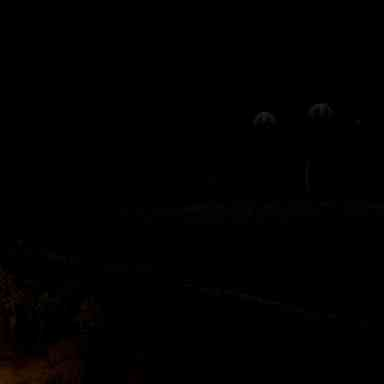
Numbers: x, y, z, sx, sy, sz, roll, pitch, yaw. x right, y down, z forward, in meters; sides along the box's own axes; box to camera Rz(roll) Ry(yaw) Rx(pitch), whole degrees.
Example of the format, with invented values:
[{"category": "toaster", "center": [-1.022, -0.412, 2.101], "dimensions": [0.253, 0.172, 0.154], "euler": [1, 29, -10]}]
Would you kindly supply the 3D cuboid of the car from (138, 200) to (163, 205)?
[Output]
[{"category": "car", "center": [-6.617, 1.996, 53.758], "dimensions": [1.895, 1.301, 4.718], "euler": [-1, -1, 36]}]
